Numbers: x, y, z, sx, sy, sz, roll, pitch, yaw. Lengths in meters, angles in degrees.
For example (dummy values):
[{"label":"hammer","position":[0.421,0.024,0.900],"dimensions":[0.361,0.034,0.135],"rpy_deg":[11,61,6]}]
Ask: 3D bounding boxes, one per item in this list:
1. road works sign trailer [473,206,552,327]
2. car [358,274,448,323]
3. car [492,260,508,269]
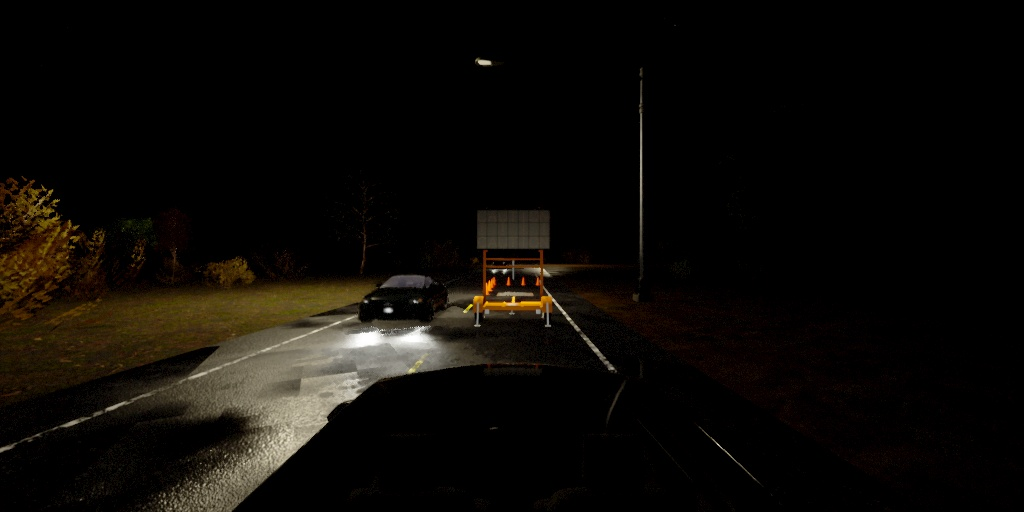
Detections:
[{"label":"road works sign trailer","position":[0.042,0.213,11.549],"dimensions":[2.380,3.560,2.880],"rpy_deg":[0,0,1]},{"label":"car","position":[-3.406,1.312,11.925],"dimensions":[1.994,1.385,4.181],"rpy_deg":[0,0,1]},{"label":"car","position":[-1.825,1.088,54.490],"dimensions":[2.097,1.767,4.553],"rpy_deg":[0,0,4]}]
